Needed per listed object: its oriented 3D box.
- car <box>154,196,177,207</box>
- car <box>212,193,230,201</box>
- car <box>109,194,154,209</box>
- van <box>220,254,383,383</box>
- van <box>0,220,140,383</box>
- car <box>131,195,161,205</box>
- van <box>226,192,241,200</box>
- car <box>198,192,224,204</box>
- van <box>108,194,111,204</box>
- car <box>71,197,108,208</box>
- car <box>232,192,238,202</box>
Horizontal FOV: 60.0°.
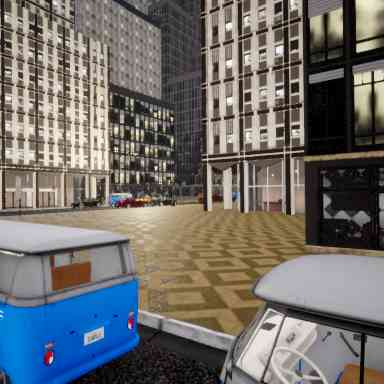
[{"bbox_3d":[-3.703,1.230,43.433,2.008,1.369,4.403,0,0,36],"label":"car"},{"bbox_3d":[6.193,1.016,71.098,1.967,1.590,4.097,0,0,36],"label":"car"},{"bbox_3d":[-7.037,1.267,38.886,1.887,1.381,4.507,0,0,36],"label":"car"},{"bbox_3d":[1.964,1.341,1.486,3.998,1.788,1.690,0,-1,36],"label":"van"},{"bbox_3d":[-2.574,1.342,4.728,3.998,1.788,1.690,0,-1,36],"label":"van"},{"bbox_3d":[-7.248,1.278,52.768,1.752,1.417,4.829,0,0,36],"label":"car"},{"bbox_3d":[9.528,0.872,75.647,1.690,1.788,3.998,0,0,36],"label":"van"},{"bbox_3d":[2.963,0.908,52.525,2.192,1.841,5.009,0,0,36],"label":"car"},{"bbox_3d":[-10.485,1.135,48.356,1.690,1.788,3.998,0,0,36],"label":"van"},{"bbox_3d":[-13.818,1.403,43.808,1.947,1.339,4.313,0,0,36],"label":"car"},{"bbox_3d":[6.299,1.101,57.072,2.008,1.369,4.403,0,0,36],"label":"car"}]
